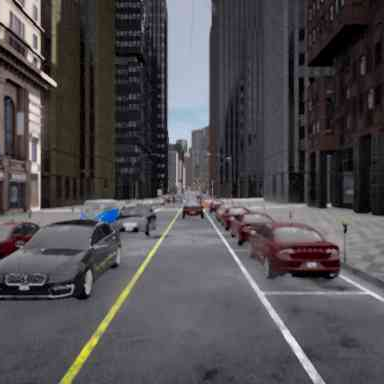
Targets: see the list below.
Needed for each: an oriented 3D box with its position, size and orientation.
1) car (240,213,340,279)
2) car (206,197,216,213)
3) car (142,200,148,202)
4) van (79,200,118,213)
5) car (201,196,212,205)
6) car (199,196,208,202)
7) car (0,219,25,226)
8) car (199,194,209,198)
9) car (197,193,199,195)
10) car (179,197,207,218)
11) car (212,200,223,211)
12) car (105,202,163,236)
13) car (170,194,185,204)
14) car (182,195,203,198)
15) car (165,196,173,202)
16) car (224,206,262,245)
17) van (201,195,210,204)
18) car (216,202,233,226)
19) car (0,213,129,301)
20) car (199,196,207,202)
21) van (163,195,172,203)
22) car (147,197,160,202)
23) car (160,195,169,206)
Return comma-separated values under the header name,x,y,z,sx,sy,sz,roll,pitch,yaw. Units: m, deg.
name,x,y,z,sx,sy,sz,roll,pitch,yaw
car,2.788,1.566,9.963,1.887,1.381,4.507,0,0,0
car,2.816,1.630,37.590,1.887,1.381,4.507,0,0,0
car,-5.736,1.654,32.091,1.802,1.307,4.206,0,0,0
van,-5.752,1.387,21.041,1.690,1.788,3.998,0,0,0
car,2.843,1.591,65.218,1.967,1.590,4.097,0,0,0
car,2.859,1.743,81.793,2.008,1.369,4.403,0,0,0
car,-5.767,1.566,9.992,1.887,1.381,4.507,0,0,0
car,2.446,1.464,48.553,2.097,1.767,4.553,0,0,0
car,2.853,1.493,76.268,2.192,1.841,5.009,0,0,0
car,0.094,1.546,30.594,1.882,1.535,5.008,0,0,0
car,2.805,1.585,26.709,1.752,1.417,4.829,0,0,0
car,-3.067,1.533,18.831,2.128,1.511,4.902,0,0,0
car,-2.920,1.715,67.752,1.994,1.385,4.181,0,0,0
car,0.102,1.594,44.699,2.128,1.511,4.902,0,0,1
car,-5.668,1.718,81.645,1.752,1.417,4.829,0,0,0
car,2.794,1.578,15.488,1.887,1.381,4.507,0,0,0
van,2.848,1.505,70.742,1.690,1.788,3.998,0,0,0
car,2.799,1.591,21.014,1.887,1.381,4.507,0,0,0
car,-3.089,1.523,8.566,1.837,1.490,4.892,0,0,0
car,2.865,1.752,87.318,1.887,1.381,4.507,0,0,0
van,-5.677,1.519,76.291,1.690,1.788,3.998,0,0,0
car,-5.721,1.649,43.141,2.008,1.369,4.403,0,0,0
car,-5.699,1.663,59.546,1.752,1.417,4.829,0,0,0
